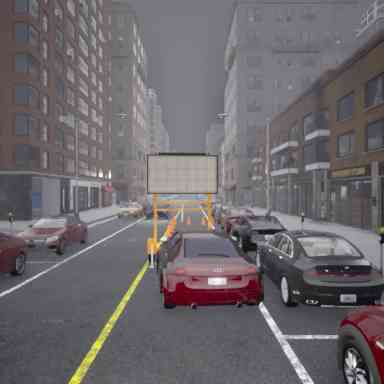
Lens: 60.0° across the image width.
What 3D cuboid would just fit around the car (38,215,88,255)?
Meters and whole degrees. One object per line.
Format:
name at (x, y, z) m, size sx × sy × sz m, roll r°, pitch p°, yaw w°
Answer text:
car at (-5.411, 1.585, 13.265) m, size 1.802 × 1.307 × 4.206 m, roll 0°, pitch 0°, yaw 0°

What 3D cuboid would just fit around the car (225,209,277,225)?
car at (2.614, 1.569, 13.283) m, size 1.947 × 1.339 × 4.313 m, roll 0°, pitch 0°, yaw 0°

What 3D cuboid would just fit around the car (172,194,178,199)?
car at (-5.543, 1.603, 90.012) m, size 2.008 × 1.369 × 4.403 m, roll 0°, pitch 0°, yaw 0°

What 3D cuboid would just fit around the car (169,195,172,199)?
car at (-5.496, 1.587, 62.931) m, size 2.008 × 1.369 × 4.403 m, roll 0°, pitch 0°, yaw 0°

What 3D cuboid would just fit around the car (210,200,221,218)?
car at (2.595, 1.560, 24.321) m, size 2.008 × 1.369 × 4.403 m, roll 0°, pitch 0°, yaw 0°

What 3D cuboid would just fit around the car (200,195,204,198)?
car at (2.548, 1.610, 51.916) m, size 1.802 × 1.307 × 4.206 m, roll 0°, pitch 0°, yaw 0°

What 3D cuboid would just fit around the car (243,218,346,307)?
car at (2.623, 1.551, 7.765) m, size 2.008 × 1.369 × 4.403 m, roll 0°, pitch 0°, yaw 0°

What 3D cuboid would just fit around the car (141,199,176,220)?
car at (-2.798, 1.560, 28.862) m, size 2.033 × 1.411 × 5.357 m, roll 0°, pitch 0°, yaw 0°

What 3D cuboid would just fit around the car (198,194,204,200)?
car at (2.538, 1.472, 57.435) m, size 1.967 × 1.590 × 4.097 m, roll 0°, pitch 0°, yaw 0°

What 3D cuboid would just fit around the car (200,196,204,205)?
car at (2.557, 1.575, 46.396) m, size 2.008 × 1.369 × 4.403 m, roll 0°, pitch 0°, yaw 0°

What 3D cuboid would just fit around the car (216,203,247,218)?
car at (2.604, 1.551, 18.802) m, size 1.887 × 1.381 × 4.507 m, roll 0°, pitch 0°, yaw 0°

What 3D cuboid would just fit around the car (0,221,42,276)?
car at (-5.401, 1.582, 7.748) m, size 1.802 × 1.307 × 4.206 m, roll 0°, pitch 0°, yaw 0°

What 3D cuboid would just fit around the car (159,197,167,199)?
car at (-5.478, 1.468, 51.895) m, size 1.967 × 1.590 × 4.097 m, roll 0°, pitch 0°, yaw 0°

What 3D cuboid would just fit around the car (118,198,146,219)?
car at (-5.435, 1.538, 29.652) m, size 1.752 × 1.417 × 4.829 m, roll 0°, pitch 0°, yaw 0°

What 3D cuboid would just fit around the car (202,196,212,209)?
car at (2.566, 1.572, 40.878) m, size 2.008 × 1.369 × 4.403 m, roll 0°, pitch 0°, yaw 0°

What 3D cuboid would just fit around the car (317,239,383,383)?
car at (2.633, 1.440, 2.246) m, size 1.967 × 1.590 × 4.097 m, roll 0°, pitch 0°, yaw 0°

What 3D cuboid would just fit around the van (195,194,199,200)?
van at (2.482, 1.394, 90.035) m, size 1.690 × 1.788 × 3.998 m, roll 0°, pitch 0°, yaw 0°

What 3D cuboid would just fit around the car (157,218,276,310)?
car at (0.212, 1.557, 7.916) m, size 1.994 × 1.385 × 4.181 m, roll 1°, pitch 0°, yaw -7°

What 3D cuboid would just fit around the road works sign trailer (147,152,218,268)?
road works sign trailer at (-0.335, 0.466, 11.377) m, size 2.380 × 3.560 × 2.880 m, roll 0°, pitch 0°, yaw -6°

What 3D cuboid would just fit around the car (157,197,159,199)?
car at (-5.459, 1.603, 40.857) m, size 1.802 × 1.307 × 4.206 m, roll 0°, pitch 0°, yaw 0°

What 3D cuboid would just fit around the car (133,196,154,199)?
car at (-5.449, 1.332, 35.339) m, size 2.192 × 1.841 × 5.009 m, roll 0°, pitch 0°, yaw 0°

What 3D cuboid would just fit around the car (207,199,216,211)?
car at (2.585, 1.595, 29.840) m, size 1.802 × 1.307 × 4.206 m, roll 0°, pitch 0°, yaw 0°
